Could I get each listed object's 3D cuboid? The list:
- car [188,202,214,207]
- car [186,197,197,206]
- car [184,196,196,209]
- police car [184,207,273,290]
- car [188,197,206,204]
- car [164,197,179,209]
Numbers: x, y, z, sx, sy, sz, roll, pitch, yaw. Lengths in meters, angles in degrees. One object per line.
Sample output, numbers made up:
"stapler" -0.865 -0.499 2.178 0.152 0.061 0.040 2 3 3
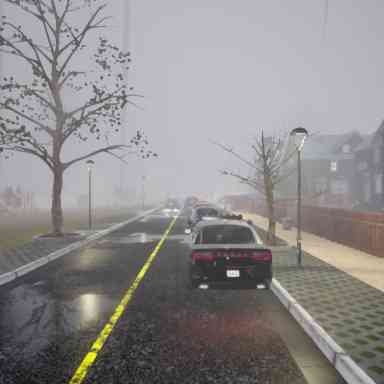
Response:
"car" 0.811 1.527 19.108 1.812 1.442 4.674 0 0 0
"car" -0.042 1.551 56.936 1.812 1.442 4.674 0 0 0
"car" -0.015 1.367 45.845 2.097 1.767 4.553 0 0 0
"police car" 0.819 1.425 9.218 1.930 1.638 5.238 0 0 0
"car" 0.807 1.459 25.298 1.801 1.575 5.366 0 0 0
"car" -2.784 1.507 46.358 2.128 1.511 4.902 0 0 0
